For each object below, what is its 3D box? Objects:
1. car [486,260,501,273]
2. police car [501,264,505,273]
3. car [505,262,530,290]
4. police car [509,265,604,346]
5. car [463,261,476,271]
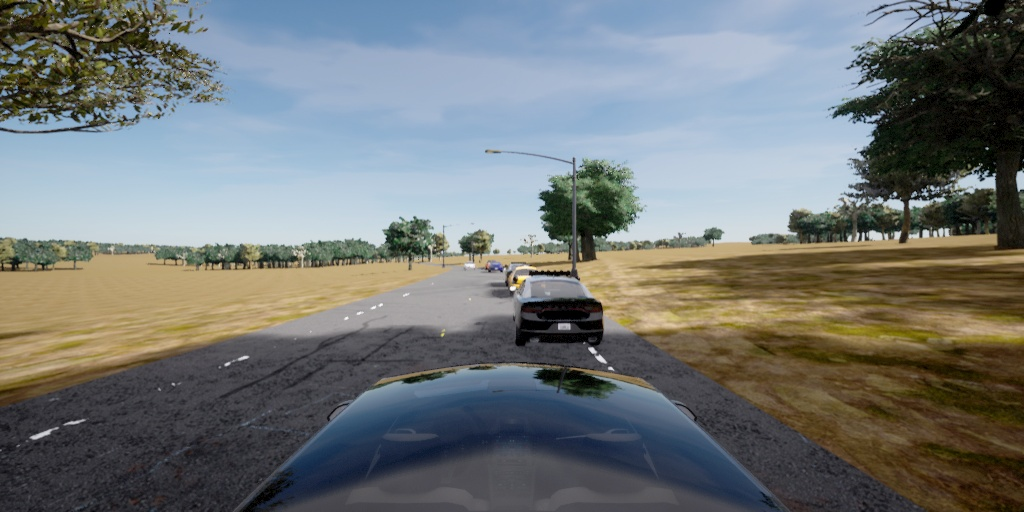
[{"bbox_3d":[-2.215,1.480,48.311,1.812,1.442,4.674,0,-1,-5],"label":"car"},{"bbox_3d":[0.460,1.238,25.722,1.930,1.638,5.238,0,0,-3],"label":"police car"},{"bbox_3d":[0.718,1.252,19.773,1.801,1.575,5.366,0,0,-2],"label":"car"},{"bbox_3d":[0.990,1.193,9.639,1.930,1.638,5.238,0,0,-1],"label":"police car"},{"bbox_3d":[-6.918,1.619,58.635,1.812,1.442,4.674,0,-1,-7],"label":"car"}]
